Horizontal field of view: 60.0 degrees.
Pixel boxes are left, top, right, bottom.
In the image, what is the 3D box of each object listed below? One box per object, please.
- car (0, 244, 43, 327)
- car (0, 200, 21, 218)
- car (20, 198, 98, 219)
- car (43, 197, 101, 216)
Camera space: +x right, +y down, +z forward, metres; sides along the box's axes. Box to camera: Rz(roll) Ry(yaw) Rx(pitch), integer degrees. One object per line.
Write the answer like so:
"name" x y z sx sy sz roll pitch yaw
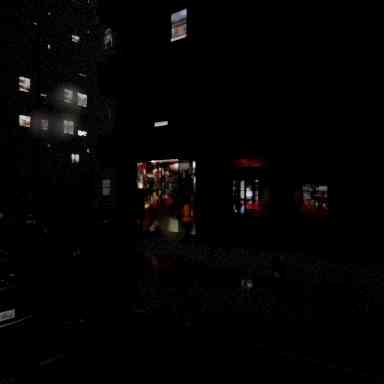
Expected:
"car" -4.463 1.551 6.069 4.403 1.369 2.008 0 0 36
"car" -13.999 1.350 26.092 2.008 1.369 4.403 1 1 35
"car" -10.408 1.311 26.727 2.033 1.411 5.357 0 1 35
"car" -10.904 1.250 30.513 1.752 1.417 4.829 1 1 35
